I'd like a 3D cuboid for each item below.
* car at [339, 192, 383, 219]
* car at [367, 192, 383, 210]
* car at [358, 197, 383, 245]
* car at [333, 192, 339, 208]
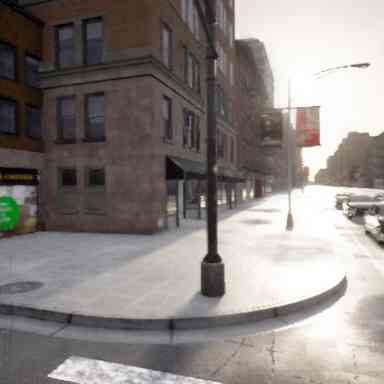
[{"bbox_3d":[11.254,0.923,22.276,1.882,1.535,5.008,0,1,19],"label":"car"},{"bbox_3d":[17.576,0.768,30.447,2.033,1.411,5.357,0,1,19],"label":"car"},{"bbox_3d":[8.156,1.153,13.314,1.837,1.490,4.892,0,1,19],"label":"car"},{"bbox_3d":[14.609,0.720,31.814,2.128,1.511,4.902,0,1,19],"label":"car"}]
